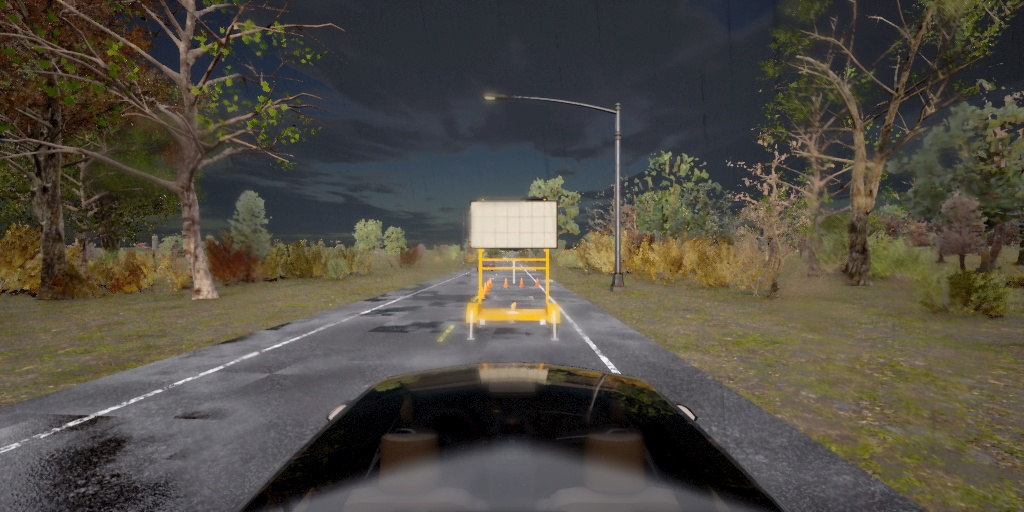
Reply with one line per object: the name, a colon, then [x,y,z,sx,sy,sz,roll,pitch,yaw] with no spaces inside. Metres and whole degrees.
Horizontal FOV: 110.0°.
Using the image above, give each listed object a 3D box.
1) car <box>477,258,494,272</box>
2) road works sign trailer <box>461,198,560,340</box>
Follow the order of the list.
car: [-3.420,1.081,46.863,2.097,1.767,4.553,0,0,0]
road works sign trailer: [0.055,0.211,9.930,2.380,3.560,2.880,0,0,2]
